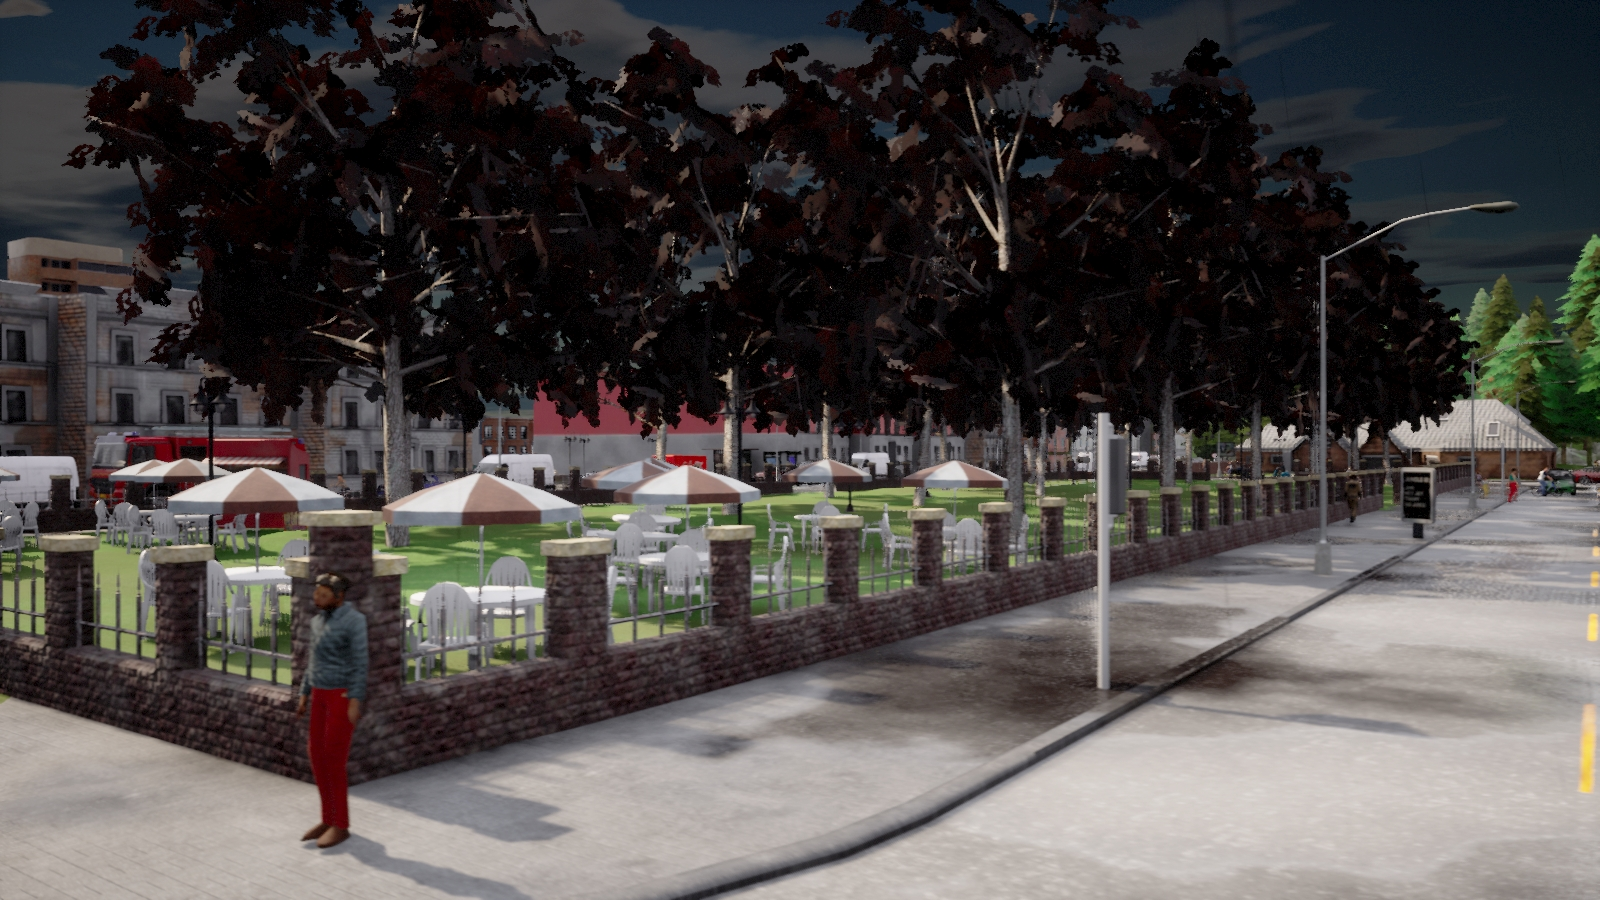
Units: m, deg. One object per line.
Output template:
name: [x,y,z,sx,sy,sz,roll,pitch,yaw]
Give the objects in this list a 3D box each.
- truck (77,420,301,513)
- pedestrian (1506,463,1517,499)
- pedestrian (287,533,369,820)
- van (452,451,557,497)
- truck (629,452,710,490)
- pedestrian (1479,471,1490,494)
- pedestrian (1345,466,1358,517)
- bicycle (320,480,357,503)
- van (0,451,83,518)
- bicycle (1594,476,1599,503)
truck: [-27.137,0.670,51.202,2.891,3.827,8.468,0,0,35]
pedestrian: [37.036,1.628,59.509,0.375,1.860,0.375,0,0,12]
pedestrian: [-3.227,1.517,7.812,0.375,1.860,0.375,0,0,36]
van: [-16.857,1.314,65.500,1.988,2.561,5.915,0,0,35]
truck: [-8.753,1.348,77.081,2.627,2.467,5.204,0,0,35]
pedestrian: [38.199,1.804,63.742,0.375,1.300,0.375,0,0,1]
pedestrian: [20.218,1.525,41.860,0.375,1.860,0.375,0,0,35]
bicycle: [-22.908,2.036,56.723,0.859,1.080,1.487,0,0,35]
van: [-31.565,1.314,44.435,1.988,2.561,5.915,0,0,35]
bicycle: [39.072,1.936,55.183,0.373,1.296,1.643,2,1,5]
